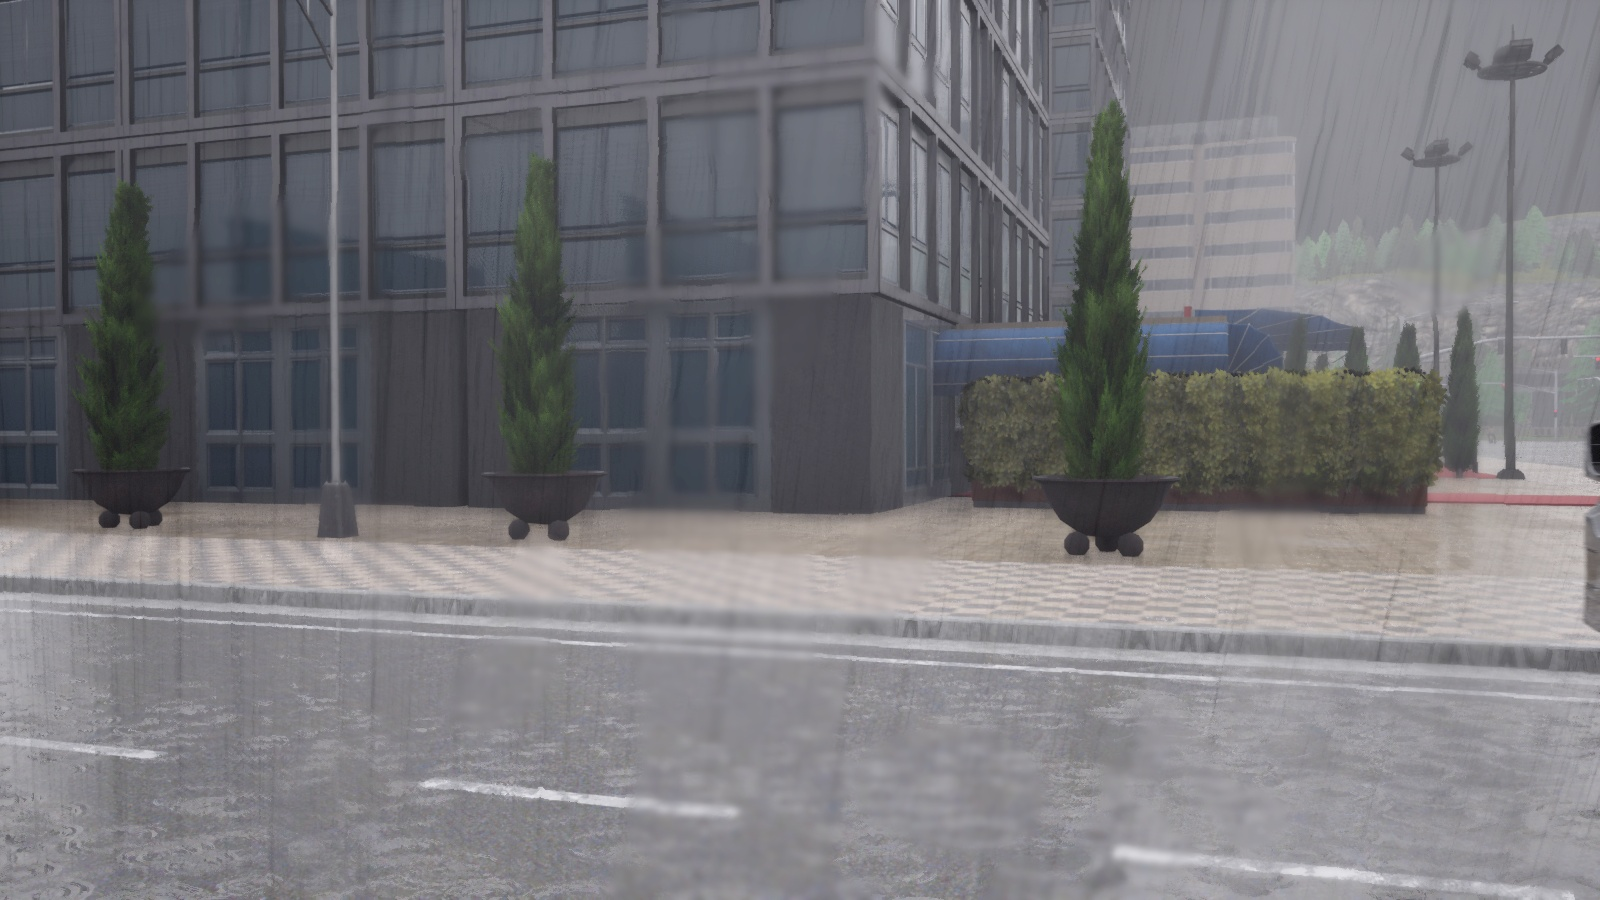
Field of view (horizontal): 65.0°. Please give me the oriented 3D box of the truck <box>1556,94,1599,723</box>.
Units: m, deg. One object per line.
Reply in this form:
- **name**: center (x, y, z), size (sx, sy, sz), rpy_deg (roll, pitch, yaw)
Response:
- **truck**: center (7.972, -0.207, 5.115), size (7.936, 3.462, 2.891), rpy_deg (1, 0, 20)
